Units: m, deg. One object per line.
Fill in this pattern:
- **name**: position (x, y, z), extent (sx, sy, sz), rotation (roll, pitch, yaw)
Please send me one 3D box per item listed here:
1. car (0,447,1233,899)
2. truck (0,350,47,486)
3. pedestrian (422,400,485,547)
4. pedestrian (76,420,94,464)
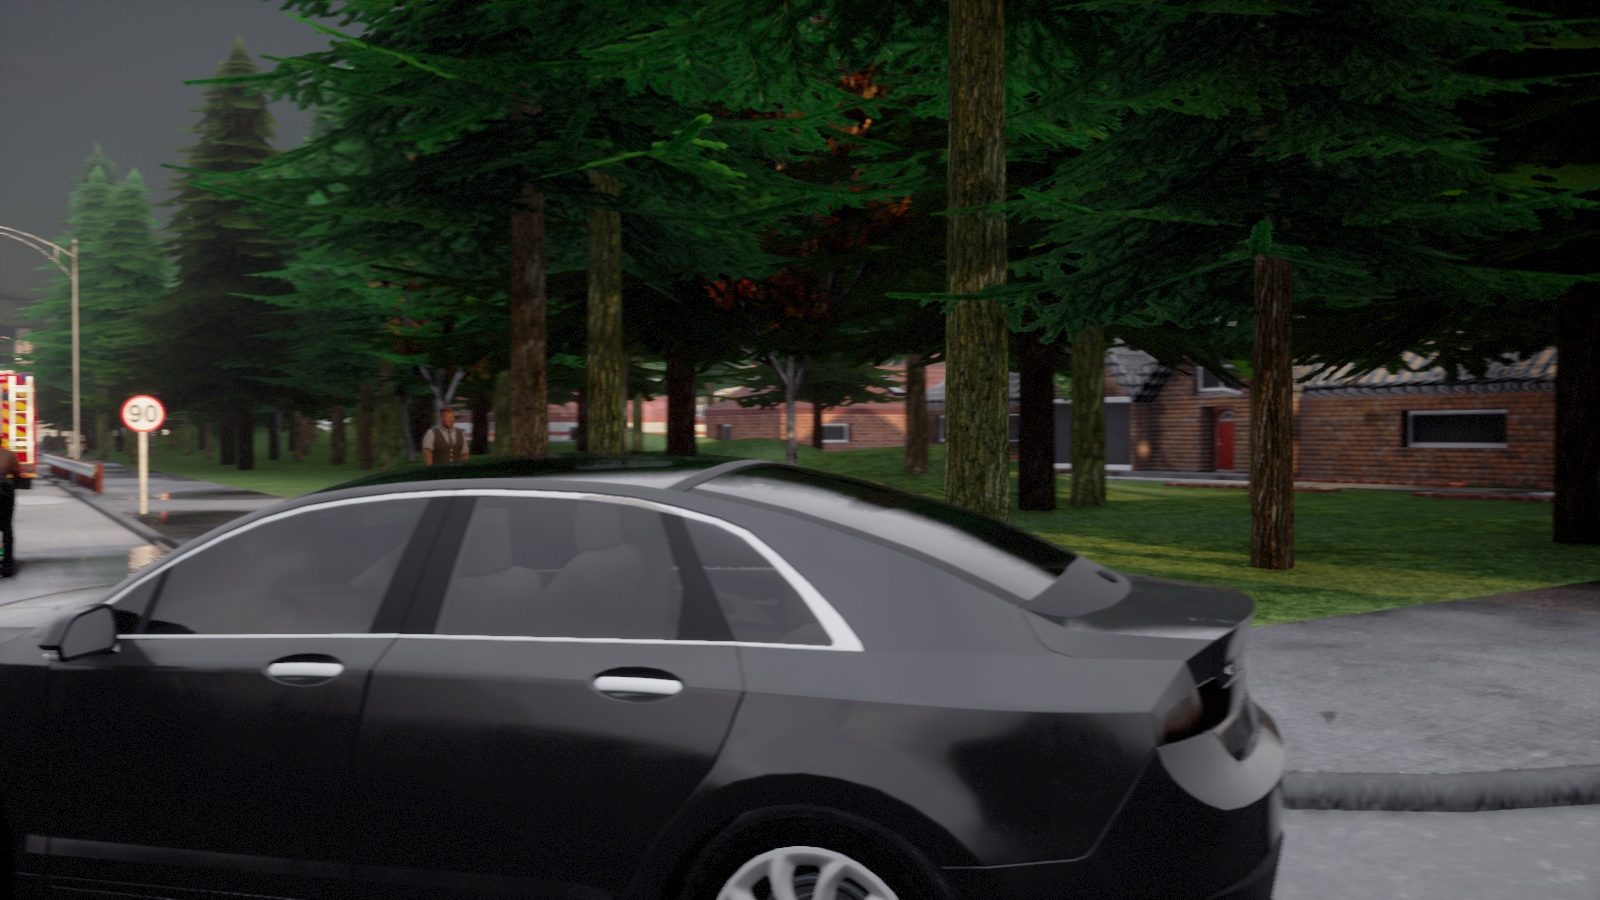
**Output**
- **car**: position (-1.128, 0.770, 4.262), extent (4.892, 1.490, 1.837), rotation (0, 2, 19)
- **truck**: position (-25.077, -0.966, 38.678), extent (2.891, 3.827, 8.468), rotation (0, 1, -33)
- **pedestrian**: position (-4.594, 0.295, 16.631), extent (0.563, 1.883, 0.849), rotation (0, 1, -33)
- **pedestrian**: position (-31.996, -0.355, 56.216), extent (0.659, 1.952, 0.873), rotation (0, 1, -26)
